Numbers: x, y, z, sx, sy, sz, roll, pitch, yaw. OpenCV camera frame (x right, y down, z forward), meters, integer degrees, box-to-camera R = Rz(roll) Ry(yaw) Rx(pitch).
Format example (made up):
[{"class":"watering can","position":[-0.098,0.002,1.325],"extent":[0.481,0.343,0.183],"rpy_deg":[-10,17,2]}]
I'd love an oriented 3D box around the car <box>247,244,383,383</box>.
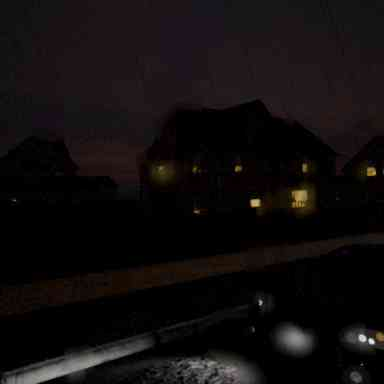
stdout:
[{"class":"car","position":[2.827,1.552,5.108],"extent":[4.181,1.385,1.994],"rpy_deg":[0,0,-36]}]
